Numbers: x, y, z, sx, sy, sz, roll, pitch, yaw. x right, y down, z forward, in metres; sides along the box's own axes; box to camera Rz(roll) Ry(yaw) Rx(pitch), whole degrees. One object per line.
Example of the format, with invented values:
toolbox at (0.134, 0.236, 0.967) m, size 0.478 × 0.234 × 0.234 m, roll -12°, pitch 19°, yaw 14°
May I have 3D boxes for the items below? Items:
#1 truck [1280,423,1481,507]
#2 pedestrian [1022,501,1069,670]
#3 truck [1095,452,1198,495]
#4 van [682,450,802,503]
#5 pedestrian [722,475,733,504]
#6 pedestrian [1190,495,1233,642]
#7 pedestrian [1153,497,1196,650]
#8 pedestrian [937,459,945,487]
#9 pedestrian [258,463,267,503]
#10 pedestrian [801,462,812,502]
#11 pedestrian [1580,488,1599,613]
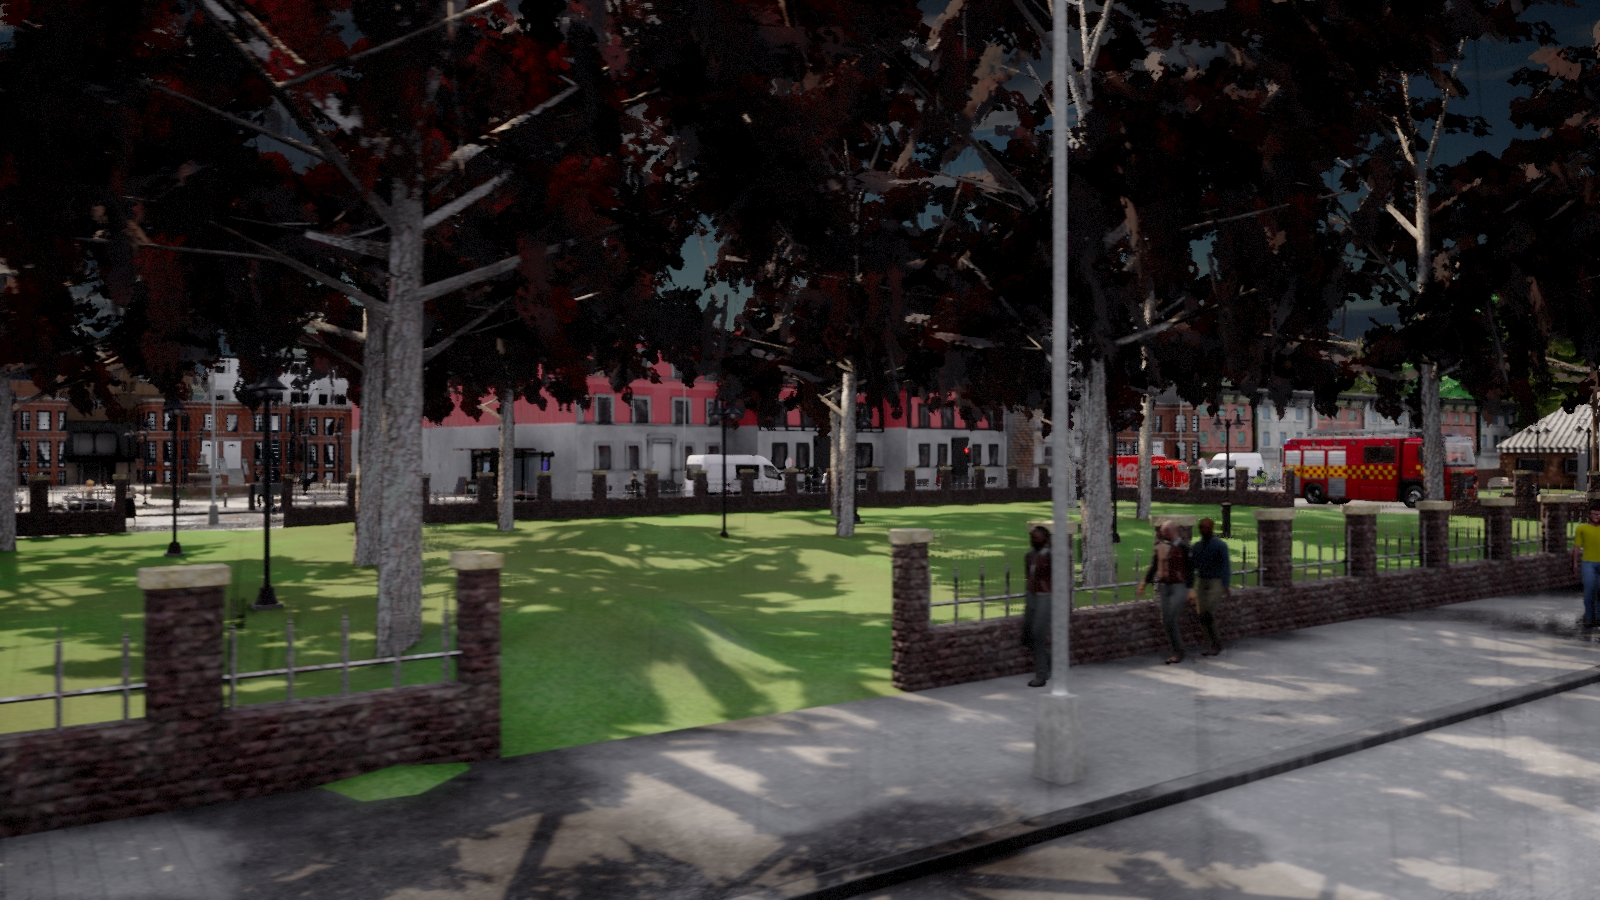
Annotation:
truck at (28.431, 0.664, 56.414) m, size 2.891 × 3.827 × 8.468 m, roll 0°, pitch 0°, yaw -35°
pedestrian at (2.794, 1.523, 12.998) m, size 0.375 × 1.860 × 0.375 m, roll 0°, pitch 0°, yaw -36°
truck at (20.428, 1.347, 67.514) m, size 5.204 × 2.467 × 2.627 m, roll -1°, pitch -1°, yaw 44°
van at (-2.907, 1.310, 58.001) m, size 5.915 × 2.561 × 1.988 m, roll 0°, pitch 0°, yaw -35°
pedestrian at (-3.289, 1.800, 51.809) m, size 0.375 × 1.300 × 0.375 m, roll 0°, pitch 0°, yaw -36°
pedestrian at (5.338, 1.523, 14.826) m, size 0.375 × 1.860 × 0.375 m, roll 0°, pitch 0°, yaw -36°
pedestrian at (4.681, 1.523, 14.284) m, size 0.375 × 1.860 × 0.375 m, roll 0°, pitch 0°, yaw -37°
pedestrian at (9.261, 1.517, 75.001) m, size 0.375 × 1.860 × 0.375 m, roll 0°, pitch 0°, yaw 30°
pedestrian at (-24.888, 1.522, 52.917) m, size 0.375 × 1.860 × 0.375 m, roll 0°, pitch 0°, yaw -28°
pedestrian at (0.310, 1.521, 54.381) m, size 0.375 × 1.860 × 0.375 m, roll 0°, pitch 0°, yaw -36°
pedestrian at (12.118, 1.523, 17.397) m, size 0.375 × 1.860 × 0.375 m, roll 0°, pitch 0°, yaw 30°
